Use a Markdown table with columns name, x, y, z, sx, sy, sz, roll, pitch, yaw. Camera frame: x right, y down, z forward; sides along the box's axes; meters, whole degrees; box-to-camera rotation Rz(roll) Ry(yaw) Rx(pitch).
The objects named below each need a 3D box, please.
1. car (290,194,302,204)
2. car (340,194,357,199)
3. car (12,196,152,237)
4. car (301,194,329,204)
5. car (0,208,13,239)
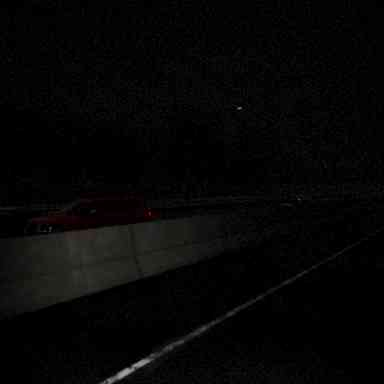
| name | x | y | z | sx | sy | sz | roll | pitch | yaw |
| --- | --- | --- | --- | --- | --- | --- | --- | --- | --- |
| car | 16.700 | 1.060 | 51.128 | 1.812 | 1.442 | 4.674 | -1 | 0 | 39 |
| car | 22.266 | 1.001 | 46.900 | 1.994 | 1.385 | 4.181 | -1 | 0 | 39 |
| car | -4.139 | 1.246 | 14.161 | 2.150 | 2.045 | 5.566 | -1 | 0 | 39 |
| car | 17.465 | 1.123 | 46.530 | 1.895 | 1.301 | 4.718 | -1 | 0 | 39 |
| car | -8.478 | 1.640 | 14.346 | 1.812 | 1.442 | 4.674 | -1 | 0 | 39 |
